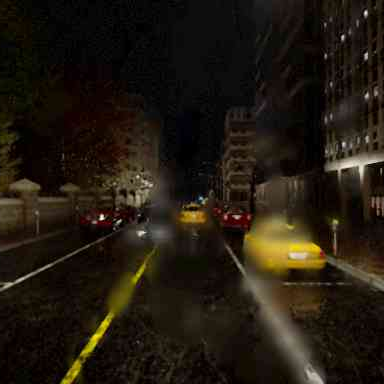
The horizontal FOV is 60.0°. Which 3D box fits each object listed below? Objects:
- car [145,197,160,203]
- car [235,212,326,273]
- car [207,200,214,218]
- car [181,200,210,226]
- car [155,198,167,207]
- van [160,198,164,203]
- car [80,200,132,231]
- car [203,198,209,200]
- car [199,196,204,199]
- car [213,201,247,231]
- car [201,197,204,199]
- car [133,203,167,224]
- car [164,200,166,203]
[{"bbox_3d":[-5.668,1.797,44.154,1.752,1.417,4.829,1,0,0],"label":"car"},{"bbox_3d":[2.702,1.598,10.761,1.752,1.417,4.829,1,0,0],"label":"car"},{"bbox_3d":[2.708,1.755,33.060,1.887,1.381,4.507,1,0,0],"label":"car"},{"bbox_3d":[0.108,1.617,24.769,1.801,1.575,5.366,0,0,0],"label":"car"},{"bbox_3d":[-5.663,1.886,60.996,1.752,1.417,4.829,1,0,0],"label":"car"},{"bbox_3d":[-5.664,1.644,49.939,1.690,1.788,3.998,1,0,0],"label":"van"},{"bbox_3d":[-5.673,1.459,21.870,2.192,1.841,5.009,1,0,0],"label":"car"},{"bbox_3d":[2.712,1.816,44.296,1.887,1.381,4.507,1,0,0],"label":"car"},{"bbox_3d":[2.717,1.888,61.316,1.752,1.417,4.829,1,0,0],"label":"car"},{"bbox_3d":[2.706,1.584,21.826,1.967,1.590,4.097,1,0,0],"label":"car"},{"bbox_3d":[2.714,1.847,49.912,1.887,1.381,4.507,1,0,0],"label":"car"},{"bbox_3d":[-3.092,1.771,26.170,1.895,1.301,4.718,0,0,0],"label":"car"},{"bbox_3d":[-5.664,1.773,55.552,1.967,1.590,4.097,1,0,0],"label":"car"}]
